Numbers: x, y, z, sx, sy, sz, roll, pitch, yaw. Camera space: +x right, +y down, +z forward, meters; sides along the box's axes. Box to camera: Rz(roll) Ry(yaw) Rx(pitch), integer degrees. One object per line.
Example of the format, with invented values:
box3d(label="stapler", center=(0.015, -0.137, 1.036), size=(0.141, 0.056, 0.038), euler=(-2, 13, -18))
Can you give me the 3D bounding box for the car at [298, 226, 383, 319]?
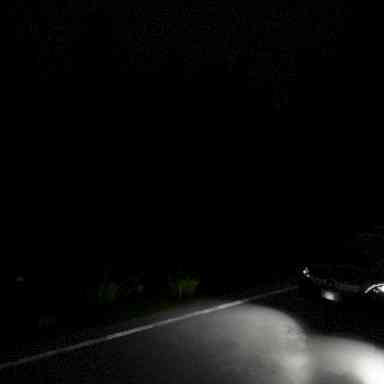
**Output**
box3d(label="car", center=(4.230, 1.480, 7.000), size=(4.674, 1.442, 1.812), euler=(0, 0, -36))
